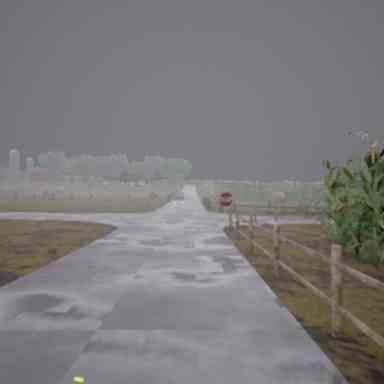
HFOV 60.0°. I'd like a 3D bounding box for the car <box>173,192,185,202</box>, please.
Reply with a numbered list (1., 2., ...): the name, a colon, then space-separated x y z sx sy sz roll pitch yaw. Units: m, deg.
1. car: -2.767 0.961 71.831 2.150 2.045 5.566 0 1 0
